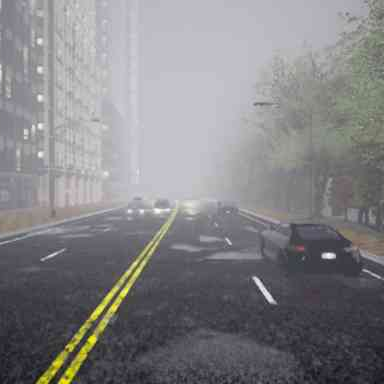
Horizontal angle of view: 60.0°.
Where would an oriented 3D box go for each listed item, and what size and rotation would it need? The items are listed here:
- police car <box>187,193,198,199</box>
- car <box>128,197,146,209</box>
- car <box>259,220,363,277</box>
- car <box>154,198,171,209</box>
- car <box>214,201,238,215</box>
[{"bbox_3d":[0.573,1.151,88.459,2.038,1.542,4.974,0,0,-4],"label":"police car"},{"bbox_3d":[-6.939,1.370,42.375,1.812,1.442,4.674,0,0,-1],"label":"car"},{"bbox_3d":[3.351,1.529,10.147,1.994,1.385,4.181,0,0,0],"label":"car"},{"bbox_3d":[-3.683,1.409,42.126,1.994,1.385,4.181,0,0,-1],"label":"car"},{"bbox_3d":[3.221,1.483,32.213,1.895,1.301,4.718,0,0,-1],"label":"car"}]
